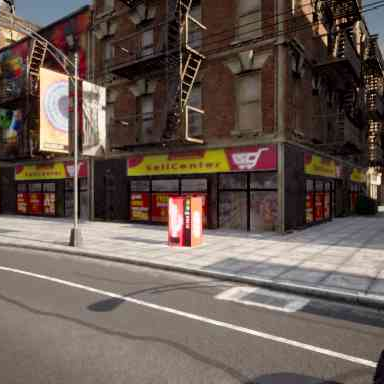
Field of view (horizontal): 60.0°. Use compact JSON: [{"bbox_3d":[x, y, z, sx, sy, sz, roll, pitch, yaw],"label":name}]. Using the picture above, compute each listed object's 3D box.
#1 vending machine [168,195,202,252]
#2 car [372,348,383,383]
[{"bbox_3d":[-0.268,1.195,13.123,0.880,2.100,1.100,0,0,34],"label":"vending machine"},{"bbox_3d":[3.181,1.564,1.722,4.181,1.385,1.994,0,0,36],"label":"car"}]
